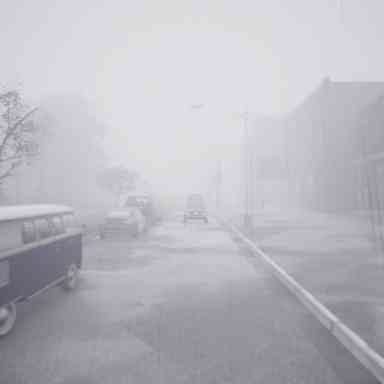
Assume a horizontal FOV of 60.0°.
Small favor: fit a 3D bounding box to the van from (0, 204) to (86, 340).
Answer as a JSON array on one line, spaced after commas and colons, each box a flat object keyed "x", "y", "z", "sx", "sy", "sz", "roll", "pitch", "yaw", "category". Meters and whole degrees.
[{"x": -3.609, "y": 1.277, "z": 6.603, "sx": 1.878, "sy": 1.987, "sz": 4.442, "roll": 0, "pitch": 0, "yaw": 3, "category": "van"}]

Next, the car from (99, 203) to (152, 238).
[{"x": -3.544, "y": 1.542, "z": 17.574, "sx": 2.002, "sy": 1.452, "sz": 4.674, "roll": 0, "pitch": 0, "yaw": 1, "category": "car"}]

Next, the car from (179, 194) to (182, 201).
[{"x": -3.296, "y": 1.546, "z": 56.384, "sx": 2.097, "sy": 1.535, "sz": 5.008, "roll": 0, "pitch": 0, "yaw": 3, "category": "car"}]

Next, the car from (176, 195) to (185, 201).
[{"x": -3.096, "y": 1.581, "z": 89.692, "sx": 2.163, "sy": 1.488, "sz": 4.792, "roll": -1, "pitch": 0, "yaw": 3, "category": "car"}]

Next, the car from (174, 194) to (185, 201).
[{"x": -3.122, "y": 1.404, "z": 84.088, "sx": 2.185, "sy": 1.767, "sz": 4.553, "roll": 0, "pitch": 0, "yaw": 3, "category": "car"}]

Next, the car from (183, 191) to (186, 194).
[{"x": -3.168, "y": 1.274, "z": 76.434, "sx": 2.435, "sy": 2.045, "sz": 5.566, "roll": 0, "pitch": 0, "yaw": 3, "category": "car"}]

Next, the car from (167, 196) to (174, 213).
[{"x": -3.437, "y": 1.493, "z": 34.202, "sx": 2.097, "sy": 1.535, "sz": 5.008, "roll": 0, "pitch": 0, "yaw": 3, "category": "car"}]

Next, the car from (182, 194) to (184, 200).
[{"x": -3.261, "y": 1.554, "z": 61.940, "sx": 2.231, "sy": 1.521, "sz": 4.892, "roll": 0, "pitch": -1, "yaw": 3, "category": "car"}]

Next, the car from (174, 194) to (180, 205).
[{"x": -3.329, "y": 1.521, "z": 50.003, "sx": 1.946, "sy": 1.575, "sz": 5.366, "roll": 0, "pitch": 0, "yaw": 3, "category": "car"}]

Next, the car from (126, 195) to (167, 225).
[{"x": -3.501, "y": 1.266, "z": 24.319, "sx": 2.435, "sy": 2.045, "sz": 5.566, "roll": 0, "pitch": 0, "yaw": 1, "category": "car"}]

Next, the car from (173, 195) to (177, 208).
[{"x": -3.402, "y": 1.511, "z": 39.750, "sx": 2.097, "sy": 1.535, "sz": 5.008, "roll": 0, "pitch": 0, "yaw": 3, "category": "car"}]

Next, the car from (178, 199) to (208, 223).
[{"x": 0.259, "y": 1.546, "z": 25.700, "sx": 2.033, "sy": 1.411, "sz": 5.357, "roll": 0, "pitch": 0, "yaw": 0, "category": "car"}]

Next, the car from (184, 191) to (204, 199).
[{"x": 0.370, "y": 1.235, "z": 42.967, "sx": 2.150, "sy": 2.045, "sz": 5.566, "roll": 0, "pitch": 0, "yaw": 0, "category": "car"}]
